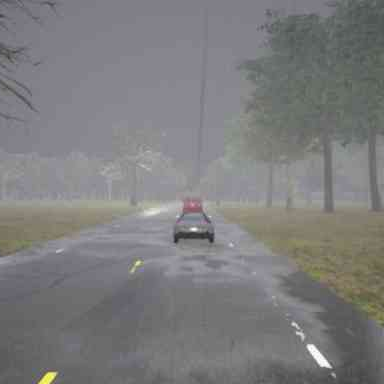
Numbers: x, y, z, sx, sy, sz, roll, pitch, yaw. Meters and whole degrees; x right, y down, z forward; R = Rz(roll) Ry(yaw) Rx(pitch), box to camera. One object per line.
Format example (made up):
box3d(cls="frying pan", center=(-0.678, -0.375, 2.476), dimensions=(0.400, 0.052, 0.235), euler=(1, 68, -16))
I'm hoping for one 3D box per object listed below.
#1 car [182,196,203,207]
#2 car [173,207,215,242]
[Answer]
box3d(cls="car", center=(0.075, 1.497, 36.887), dimensions=(2.150, 2.045, 5.566), euler=(0, -1, 0))
box3d(cls="car", center=(0.088, 1.675, 17.062), dimensions=(1.994, 1.385, 4.181), euler=(0, 0, 0))
